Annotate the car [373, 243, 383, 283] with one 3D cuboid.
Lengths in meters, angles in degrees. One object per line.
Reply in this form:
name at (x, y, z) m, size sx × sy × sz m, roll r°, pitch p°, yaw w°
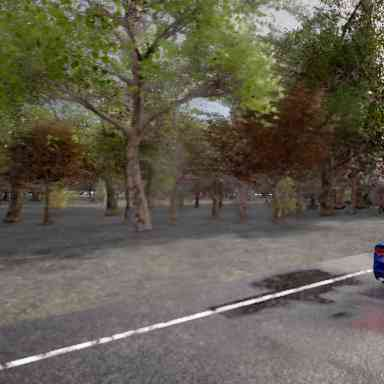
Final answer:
car at (6.552, 1.534, 8.421) m, size 5.008 × 1.535 × 1.882 m, roll 0°, pitch 0°, yaw -35°
